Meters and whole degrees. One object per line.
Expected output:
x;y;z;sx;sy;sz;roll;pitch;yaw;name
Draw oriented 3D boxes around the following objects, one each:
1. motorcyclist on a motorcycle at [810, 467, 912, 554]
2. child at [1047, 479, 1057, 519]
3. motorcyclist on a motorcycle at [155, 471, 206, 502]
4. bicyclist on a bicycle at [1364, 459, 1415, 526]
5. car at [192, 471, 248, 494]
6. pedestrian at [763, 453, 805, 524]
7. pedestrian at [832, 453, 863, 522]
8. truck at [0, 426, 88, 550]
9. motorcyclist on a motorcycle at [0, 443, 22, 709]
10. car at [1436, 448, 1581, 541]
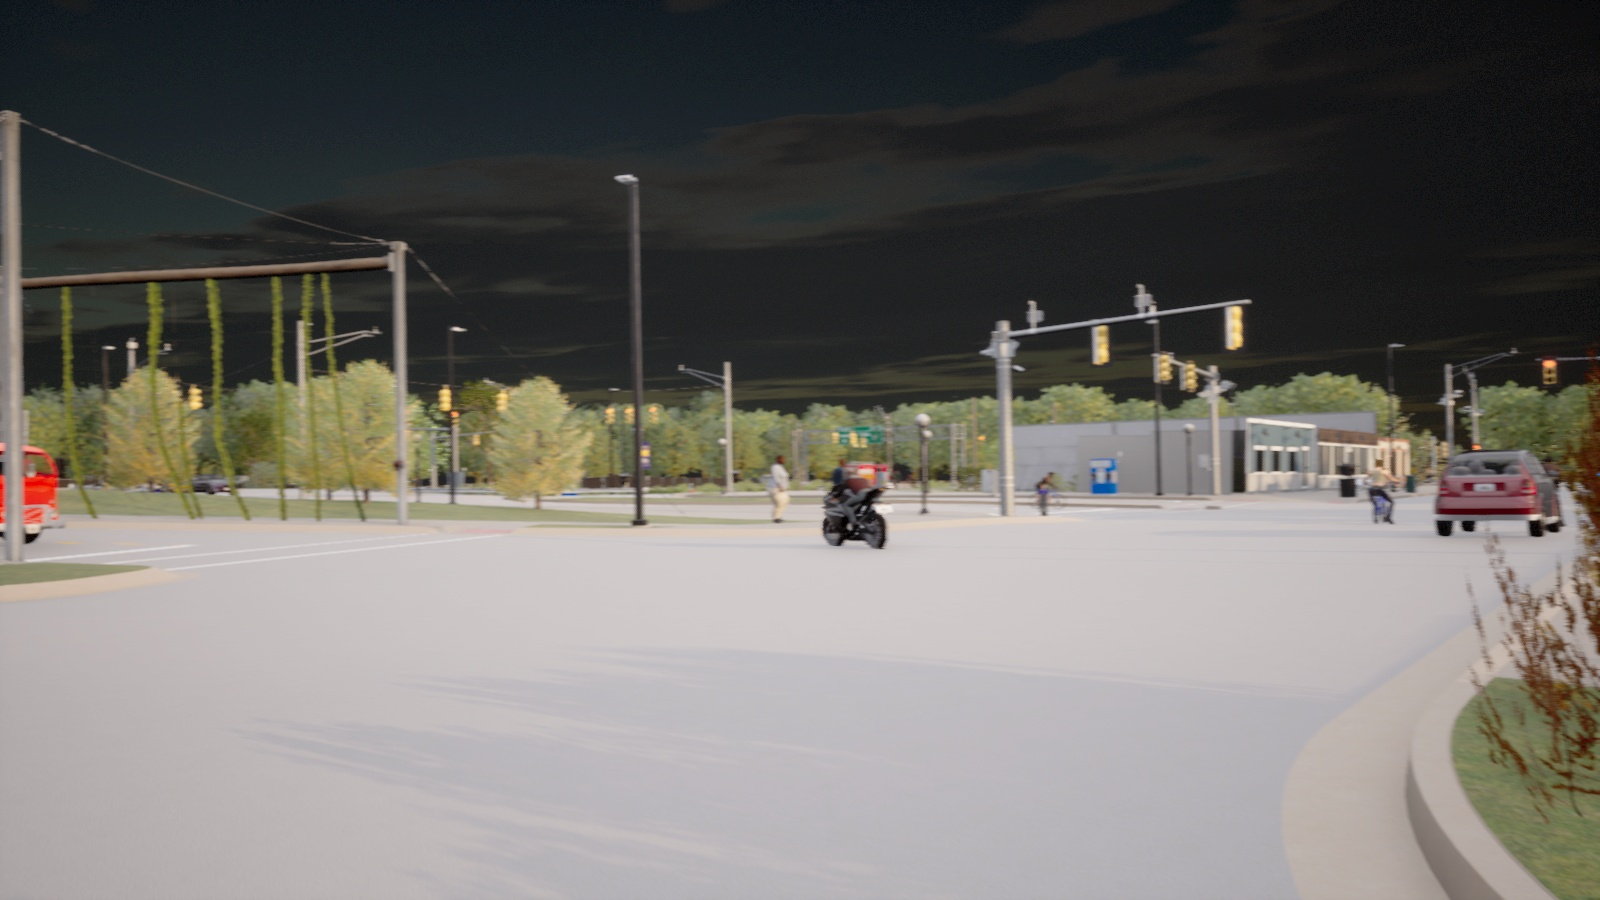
1.124;1.127;23.750;0.866;1.530;2.191;-1;-1;-29;motorcyclist on a motorcycle
8.178;1.592;40.811;0.270;1.263;0.437;-1;-1;14;child
-31.784;1.873;64.453;0.866;1.530;2.191;-2;-2;37;motorcyclist on a motorcycle
14.689;1.058;31.288;0.866;1.612;1.509;-2;-3;36;bicyclist on a bicycle
-38.903;2.207;84.192;4.193;1.474;1.816;-2;-2;40;car
-0.409;1.017;33.349;0.900;1.855;0.874;-1;-1;13;pedestrian
1.292;1.018;33.893;0.726;1.835;0.370;-1;-1;-35;pedestrian
-18.292;0.748;26.526;5.204;2.467;2.627;0;0;11;truck
-5.711;0.753;7.798;1.817;1.590;0.866;0;-1;36;motorcyclist on a motorcycle
12.938;0.797;22.847;1.789;1.549;3.705;-2;-2;37;car
